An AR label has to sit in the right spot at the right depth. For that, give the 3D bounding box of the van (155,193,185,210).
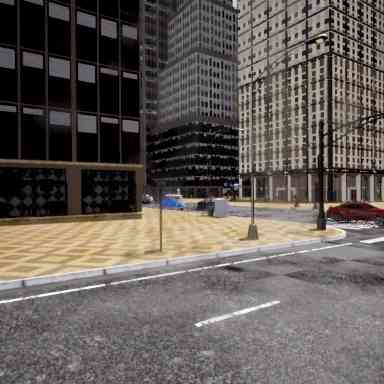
[{"bbox_3d":[-2.405,1.211,39.494,1.690,1.788,3.998,0,0,-34],"label":"van"}]

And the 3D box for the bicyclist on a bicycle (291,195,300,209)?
[{"bbox_3d":[11.983,1.119,38.402,1.656,1.620,0.582,-1,1,-34],"label":"bicyclist on a bicycle"}]

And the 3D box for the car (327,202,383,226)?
[{"bbox_3d":[11.963,1.471,23.468,1.812,1.442,4.674,-1,1,-40],"label":"car"}]

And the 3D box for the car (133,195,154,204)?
[{"bbox_3d":[-8.568,1.254,58.986,1.812,1.442,4.674,-1,1,-34],"label":"car"}]

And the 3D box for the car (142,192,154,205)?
[{"bbox_3d":[-8.691,0.999,53.538,2.150,2.045,5.566,-1,0,-33],"label":"car"}]

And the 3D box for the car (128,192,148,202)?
[{"bbox_3d":[-10.940,0.983,67.143,2.192,1.841,5.009,0,0,-34],"label":"car"}]

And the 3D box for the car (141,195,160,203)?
[{"bbox_3d":[-7.843,1.239,62.551,1.887,1.381,4.507,0,0,-34],"label":"car"}]

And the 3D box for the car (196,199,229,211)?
[{"bbox_3d":[2.224,1.434,37.261,1.994,1.385,4.181,-1,1,-34],"label":"car"}]
